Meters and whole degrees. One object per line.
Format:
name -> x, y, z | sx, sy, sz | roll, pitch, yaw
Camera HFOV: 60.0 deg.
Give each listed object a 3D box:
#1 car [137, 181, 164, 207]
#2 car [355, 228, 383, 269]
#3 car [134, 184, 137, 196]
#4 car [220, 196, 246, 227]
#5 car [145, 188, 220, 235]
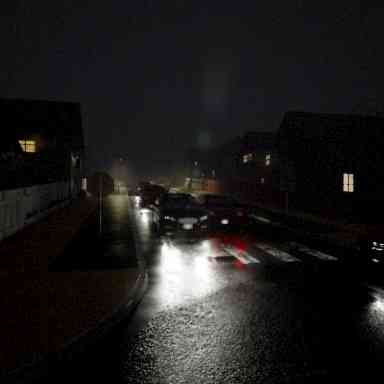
car -> -2.865, 0.206, 24.868 | 1.882, 1.535, 5.008 | 0, 3, -12
car -> 6.770, 1.374, 8.134 | 5.008, 1.535, 1.882 | 4, 4, 10
car -> -5.361, -0.427, 36.832 | 1.837, 1.490, 4.892 | 1, 3, -12
car -> 1.229, 0.843, 16.332 | 1.895, 1.301, 4.718 | 1, 3, -5
car -> -0.622, 0.811, 14.090 | 2.128, 1.511, 4.902 | 1, 3, -12
